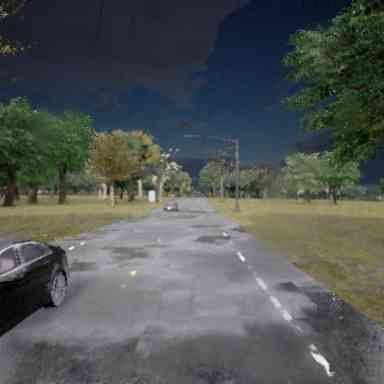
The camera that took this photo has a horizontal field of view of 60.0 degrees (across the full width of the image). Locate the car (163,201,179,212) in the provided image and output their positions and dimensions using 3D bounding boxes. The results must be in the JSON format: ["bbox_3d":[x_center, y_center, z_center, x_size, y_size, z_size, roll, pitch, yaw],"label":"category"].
[{"bbox_3d":[-2.922,2.028,46.598,2.128,1.511,4.902,0,-1,1],"label":"car"}]

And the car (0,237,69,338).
[{"bbox_3d":[-3.577,1.551,5.288,2.128,1.511,4.902,0,-1,0],"label":"car"}]
